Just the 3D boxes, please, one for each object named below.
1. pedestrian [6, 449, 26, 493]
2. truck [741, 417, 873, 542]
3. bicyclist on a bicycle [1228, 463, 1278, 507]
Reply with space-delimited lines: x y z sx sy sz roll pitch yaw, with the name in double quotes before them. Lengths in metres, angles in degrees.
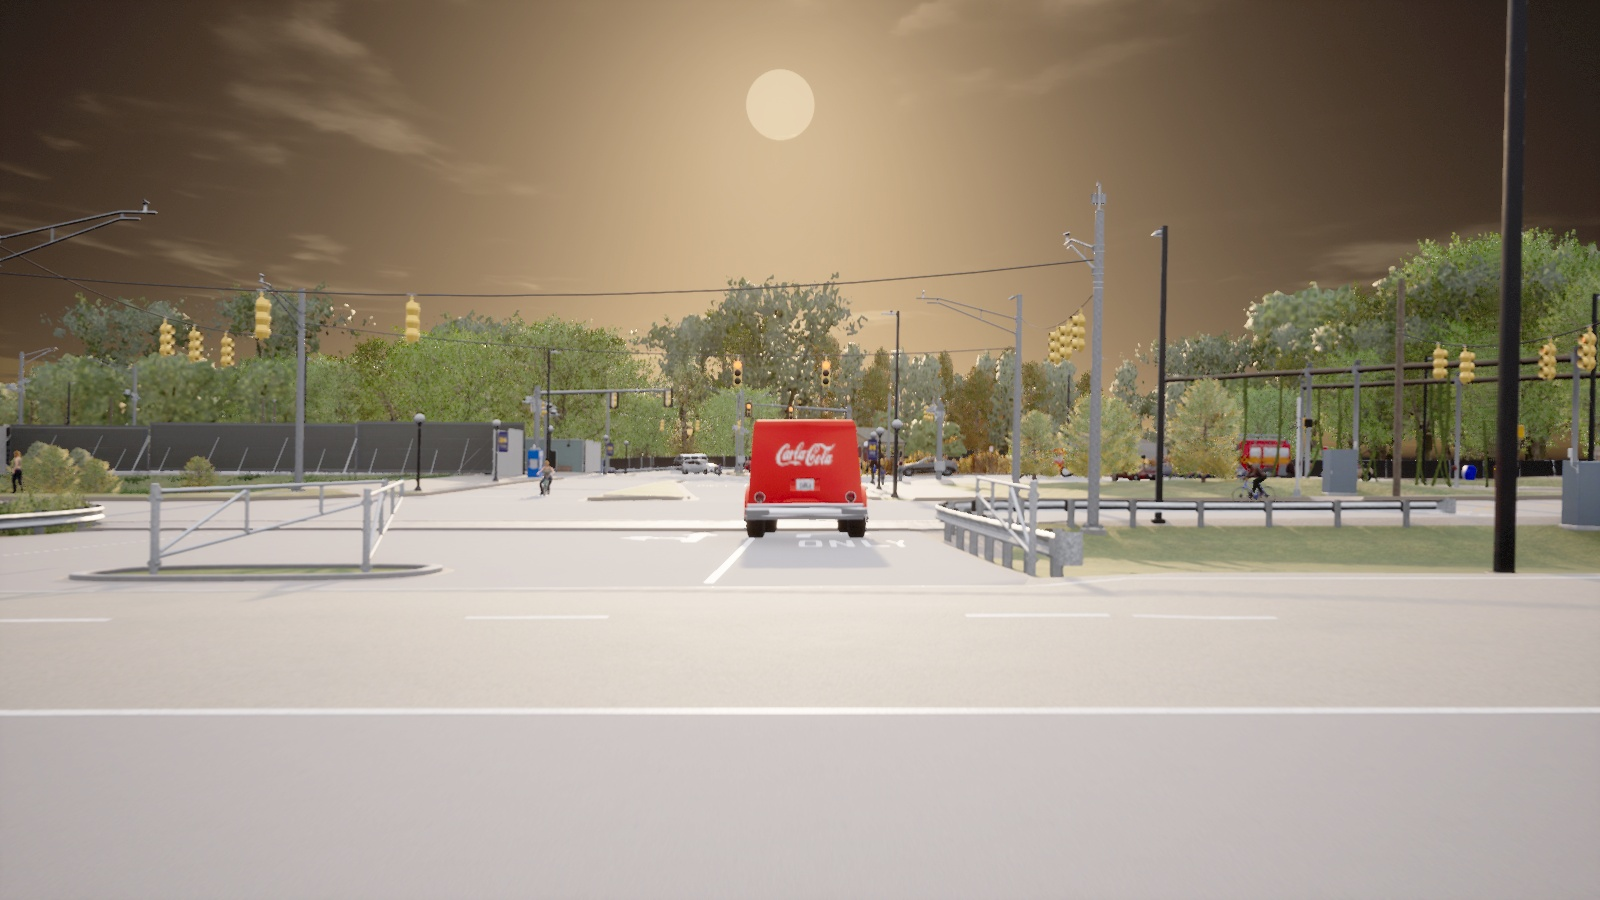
"pedestrian" -33.075 0.900 52.984 0.594 1.836 0.345 1 0 1
"truck" 0.170 0.656 27.556 2.627 2.467 5.204 0 -1 1
"bicyclist on a bicycle" 16.893 1.292 46.849 1.656 1.620 0.582 0 0 0
